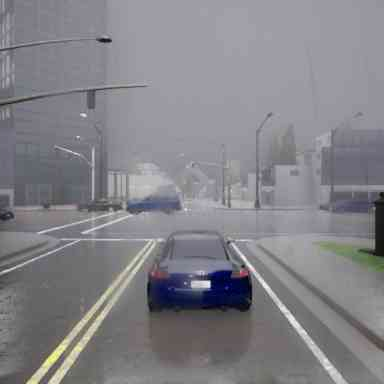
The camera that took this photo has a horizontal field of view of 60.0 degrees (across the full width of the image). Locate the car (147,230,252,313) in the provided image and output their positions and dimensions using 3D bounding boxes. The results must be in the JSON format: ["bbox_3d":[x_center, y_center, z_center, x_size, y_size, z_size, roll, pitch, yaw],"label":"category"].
[{"bbox_3d":[0.092,1.569,7.763,1.994,1.385,4.181,0,0,-2],"label":"car"}]

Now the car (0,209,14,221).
[{"bbox_3d":[-16.380,1.689,26.181,4.181,1.385,1.994,-1,0,0],"label":"car"}]

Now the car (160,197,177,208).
[{"bbox_3d":[-3.556,1.526,51.241,2.128,1.511,4.902,0,0,0],"label":"car"}]

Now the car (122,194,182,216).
[{"bbox_3d":[-3.785,1.272,33.470,5.566,2.045,2.150,0,0,0],"label":"car"}]

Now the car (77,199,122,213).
[{"bbox_3d":[-10.172,1.577,36.923,4.892,1.490,1.837,0,0,0],"label":"car"}]

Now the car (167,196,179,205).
[{"bbox_3d":[-3.505,1.546,61.640,1.837,1.490,4.892,0,0,1],"label":"car"}]

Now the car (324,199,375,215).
[{"bbox_3d":[16.260,1.525,33.611,4.674,1.442,1.812,-1,0,0],"label":"car"}]

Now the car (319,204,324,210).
[{"bbox_3d":[17.070,1.541,37.125,5.357,1.411,2.033,0,0,0],"label":"car"}]
